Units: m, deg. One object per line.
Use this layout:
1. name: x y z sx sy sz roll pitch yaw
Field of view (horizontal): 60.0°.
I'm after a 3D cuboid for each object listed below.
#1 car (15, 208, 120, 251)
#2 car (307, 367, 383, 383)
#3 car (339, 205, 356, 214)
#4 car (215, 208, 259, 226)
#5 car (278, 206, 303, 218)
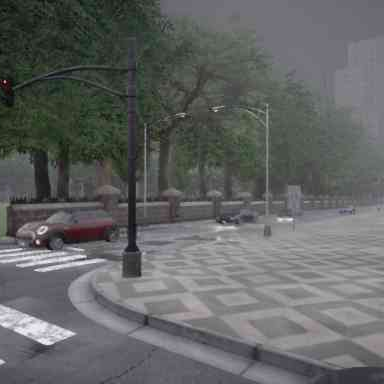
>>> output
1. car: -5.589 1.575 15.373 2.097 1.767 4.553 0 -1 35
2. car: 2.466 1.551 1.209 4.403 1.369 2.008 0 0 35
3. car: 24.865 2.782 53.091 2.033 1.411 5.357 0 -1 34
4. car: 4.123 2.115 29.174 2.033 1.411 5.357 0 -1 35
5. car: 11.895 2.416 40.184 1.994 1.385 4.181 0 -1 35
